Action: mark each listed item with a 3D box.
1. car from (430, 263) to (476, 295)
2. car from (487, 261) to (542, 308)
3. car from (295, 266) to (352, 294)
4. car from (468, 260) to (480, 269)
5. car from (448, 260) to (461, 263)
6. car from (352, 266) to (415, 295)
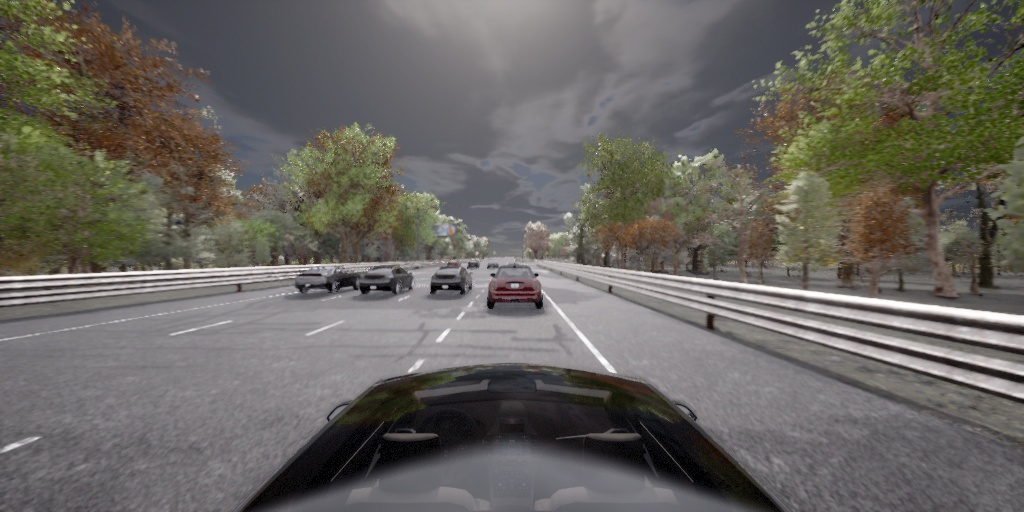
[{"bbox_3d":[-3.378,1.318,20.552,1.837,1.490,4.892,0,0,0],"label":"car"},{"bbox_3d":[0.113,1.150,15.661,2.097,1.767,4.553,0,0,0],"label":"car"},{"bbox_3d":[-10.379,1.303,20.654,2.128,1.511,4.902,0,0,0],"label":"car"},{"bbox_3d":[-6.807,1.447,64.472,1.882,1.535,5.008,0,0,0],"label":"car"},{"bbox_3d":[-10.308,1.444,64.082,1.882,1.535,5.008,0,0,0],"label":"car"},{"bbox_3d":[-6.880,1.316,20.198,1.837,1.490,4.892,0,0,0],"label":"car"}]
